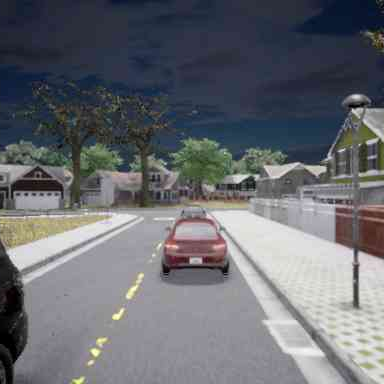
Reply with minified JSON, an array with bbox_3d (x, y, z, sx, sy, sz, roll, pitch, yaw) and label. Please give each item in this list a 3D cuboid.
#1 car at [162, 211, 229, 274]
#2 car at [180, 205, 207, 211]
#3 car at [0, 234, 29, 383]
[{"bbox_3d":[0.101,1.552,10.541,1.812,1.442,4.674,0,0,0],"label":"car"},{"bbox_3d":[0.101,1.607,23.148,2.033,1.411,5.357,0,0,0],"label":"car"},{"bbox_3d":[-2.849,1.225,1.382,2.150,2.045,5.566,0,0,0],"label":"car"}]
